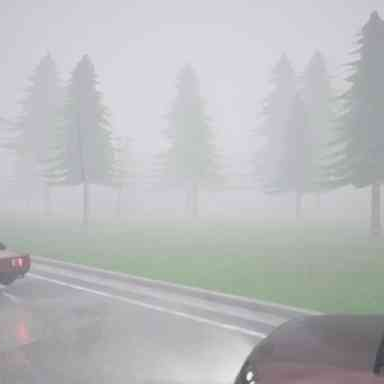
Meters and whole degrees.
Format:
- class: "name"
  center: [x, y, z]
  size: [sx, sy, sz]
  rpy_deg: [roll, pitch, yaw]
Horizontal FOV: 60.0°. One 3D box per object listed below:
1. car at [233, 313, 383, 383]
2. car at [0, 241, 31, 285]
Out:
- class: "car"
  center: [2.353, 1.559, 2.311]
  size: [4.181, 1.385, 1.994]
  rpy_deg: [-1, 0, 36]
- class: "car"
  center: [-6.175, 1.655, 8.389]
  size: [4.718, 1.301, 1.895]
  rpy_deg: [0, 0, 35]
